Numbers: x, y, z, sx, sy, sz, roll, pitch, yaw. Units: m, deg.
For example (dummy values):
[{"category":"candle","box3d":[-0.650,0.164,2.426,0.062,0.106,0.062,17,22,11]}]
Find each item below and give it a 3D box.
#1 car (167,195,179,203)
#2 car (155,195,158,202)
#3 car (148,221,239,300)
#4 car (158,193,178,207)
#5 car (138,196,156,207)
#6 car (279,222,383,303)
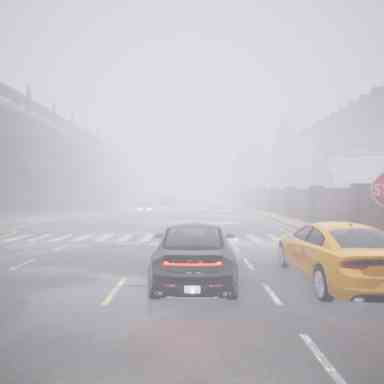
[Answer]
[{"category":"car","box3d":[-3.779,1.462,67.257,2.128,1.511,4.902,0,0,0]},{"category":"car","box3d":[-7.275,1.445,67.581,1.882,1.535,5.008,0,0,-1]},{"category":"car","box3d":[0.059,1.501,8.379,1.837,1.490,4.892,0,0,1]},{"category":"car","box3d":[-3.558,1.197,51.138,2.150,2.045,5.566,0,0,-1]},{"category":"car","box3d":[-7.060,1.576,50.565,1.895,1.301,4.718,0,0,-1]},{"category":"car","box3d":[3.562,1.474,8.272,1.882,1.535,5.008,0,0,0]}]
